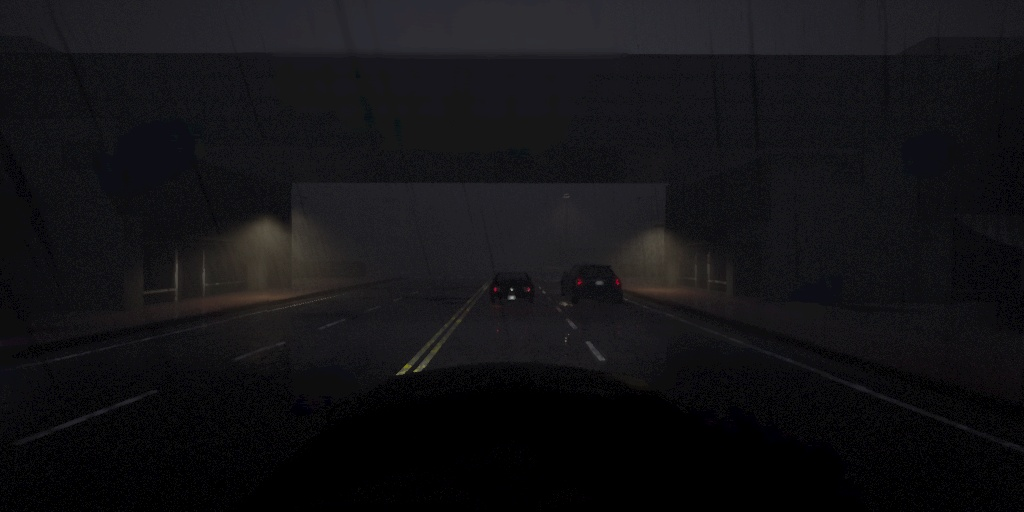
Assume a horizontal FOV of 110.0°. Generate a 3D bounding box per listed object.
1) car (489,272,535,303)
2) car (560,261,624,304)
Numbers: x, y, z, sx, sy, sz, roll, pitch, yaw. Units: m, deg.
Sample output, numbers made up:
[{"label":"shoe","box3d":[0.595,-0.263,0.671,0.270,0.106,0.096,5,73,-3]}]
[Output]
[{"label":"car","box3d":[0.000,1.363,16.530,1.895,1.301,4.718,0,0,0]},{"label":"car","box3d":[3.500,1.113,16.470,2.097,1.767,4.553,0,0,0]}]
